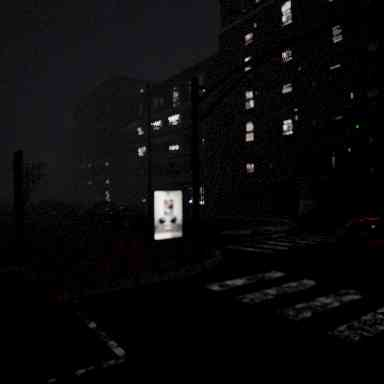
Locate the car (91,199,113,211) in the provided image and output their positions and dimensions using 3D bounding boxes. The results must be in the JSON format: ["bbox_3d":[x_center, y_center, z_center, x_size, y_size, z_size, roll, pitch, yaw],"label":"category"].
[{"bbox_3d":[-13.988,1.987,51.398,1.967,1.590,4.097,-2,0,-36],"label":"car"}]

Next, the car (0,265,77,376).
[{"bbox_3d":[-3.592,1.587,4.006,4.206,1.307,1.802,-1,0,-36],"label":"car"}]

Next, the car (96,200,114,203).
[{"bbox_3d":[-8.733,1.736,34.294,2.097,1.767,4.553,-1,0,-36],"label":"car"}]

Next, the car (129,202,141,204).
[{"bbox_3d":[-7.389,1.964,42.423,1.802,1.307,4.206,-2,0,-36],"label":"car"}]

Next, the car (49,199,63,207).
[{"bbox_3d":[-30.328,2.397,73.946,1.967,1.590,4.097,-2,0,-36],"label":"car"}]

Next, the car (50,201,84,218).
[{"bbox_3d":[-13.891,2.043,36.835,1.887,1.381,4.507,-2,0,-36],"label":"car"}]

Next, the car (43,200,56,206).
[{"bbox_3d":[-33.591,2.605,78.456,1.947,1.339,4.313,-2,0,-36],"label":"car"}]

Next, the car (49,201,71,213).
[{"bbox_3d":[-19.763,2.208,49.688,1.837,1.490,4.892,-1,0,-36],"label":"car"}]

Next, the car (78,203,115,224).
[{"bbox_3d":[-7.809,1.897,28.362,2.008,1.369,4.403,-2,0,-36],"label":"car"}]

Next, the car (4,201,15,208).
[{"bbox_3d":[-37.109,2.631,69.030,2.008,1.369,4.403,-2,0,-36],"label":"car"}]

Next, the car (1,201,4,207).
[{"bbox_3d":[-43.644,2.790,78.050,1.887,1.381,4.507,-2,0,-36],"label":"car"}]

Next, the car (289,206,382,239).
[{"bbox_3d":[7.153,1.462,17.232,1.882,1.535,5.008,0,-1,-24],"label":"car"}]

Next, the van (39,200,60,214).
[{"bbox_3d":[-18.815,1.963,43.718,1.690,1.788,3.998,-2,0,-36],"label":"van"}]

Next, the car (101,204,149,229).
[{"bbox_3d":[-4.542,1.816,23.852,2.008,1.369,4.403,-2,0,-36],"label":"car"}]

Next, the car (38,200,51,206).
[{"bbox_3d":[-36.858,2.666,82.966,1.887,1.381,4.507,-2,0,-36],"label":"car"}]

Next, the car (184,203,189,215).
[{"bbox_3d":[-2.130,1.691,35.241,1.967,1.590,4.097,-2,0,-36],"label":"car"}]
